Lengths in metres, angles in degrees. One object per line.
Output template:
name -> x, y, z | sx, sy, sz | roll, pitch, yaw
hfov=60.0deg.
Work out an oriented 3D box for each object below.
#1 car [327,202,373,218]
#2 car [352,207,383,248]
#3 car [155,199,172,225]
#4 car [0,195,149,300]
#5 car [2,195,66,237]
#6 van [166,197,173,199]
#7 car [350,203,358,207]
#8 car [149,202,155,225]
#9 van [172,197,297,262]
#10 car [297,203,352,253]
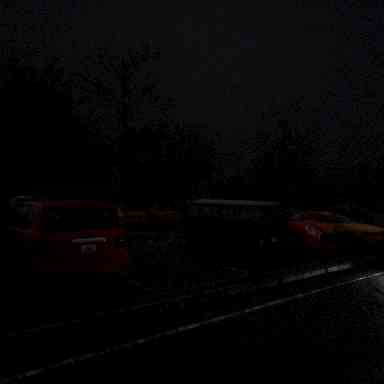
car -> 18.997, 2.120, 40.166 | 2.185, 1.767, 4.553 | 2, -1, -36
car -> 6.359, 1.583, 15.645 | 1.946, 1.575, 5.366 | 1, -1, -36
car -> -2.784, 1.550, 24.630 | 1.946, 1.575, 5.366 | 1, -1, -36
car -> -3.603, 1.199, 8.698 | 2.435, 2.045, 5.566 | 1, 0, -36
car -> -9.447, 1.209, 19.550 | 2.435, 2.045, 5.566 | 0, 0, -36
van -> -0.340, 1.371, 26.024 | 1.878, 1.987, 4.442 | 1, -1, -36
car -> 16.451, 2.182, 38.270 | 2.002, 1.452, 4.674 | 2, -1, -36
car -> -4.941, 1.514, 23.072 | 1.946, 1.575, 5.366 | 1, 0, -36
van -> 1.360, 1.279, 12.402 | 1.878, 1.987, 4.442 | 1, 0, -36
car -> 3.870, 1.415, 14.112 | 2.185, 1.767, 4.553 | 1, -1, -36
